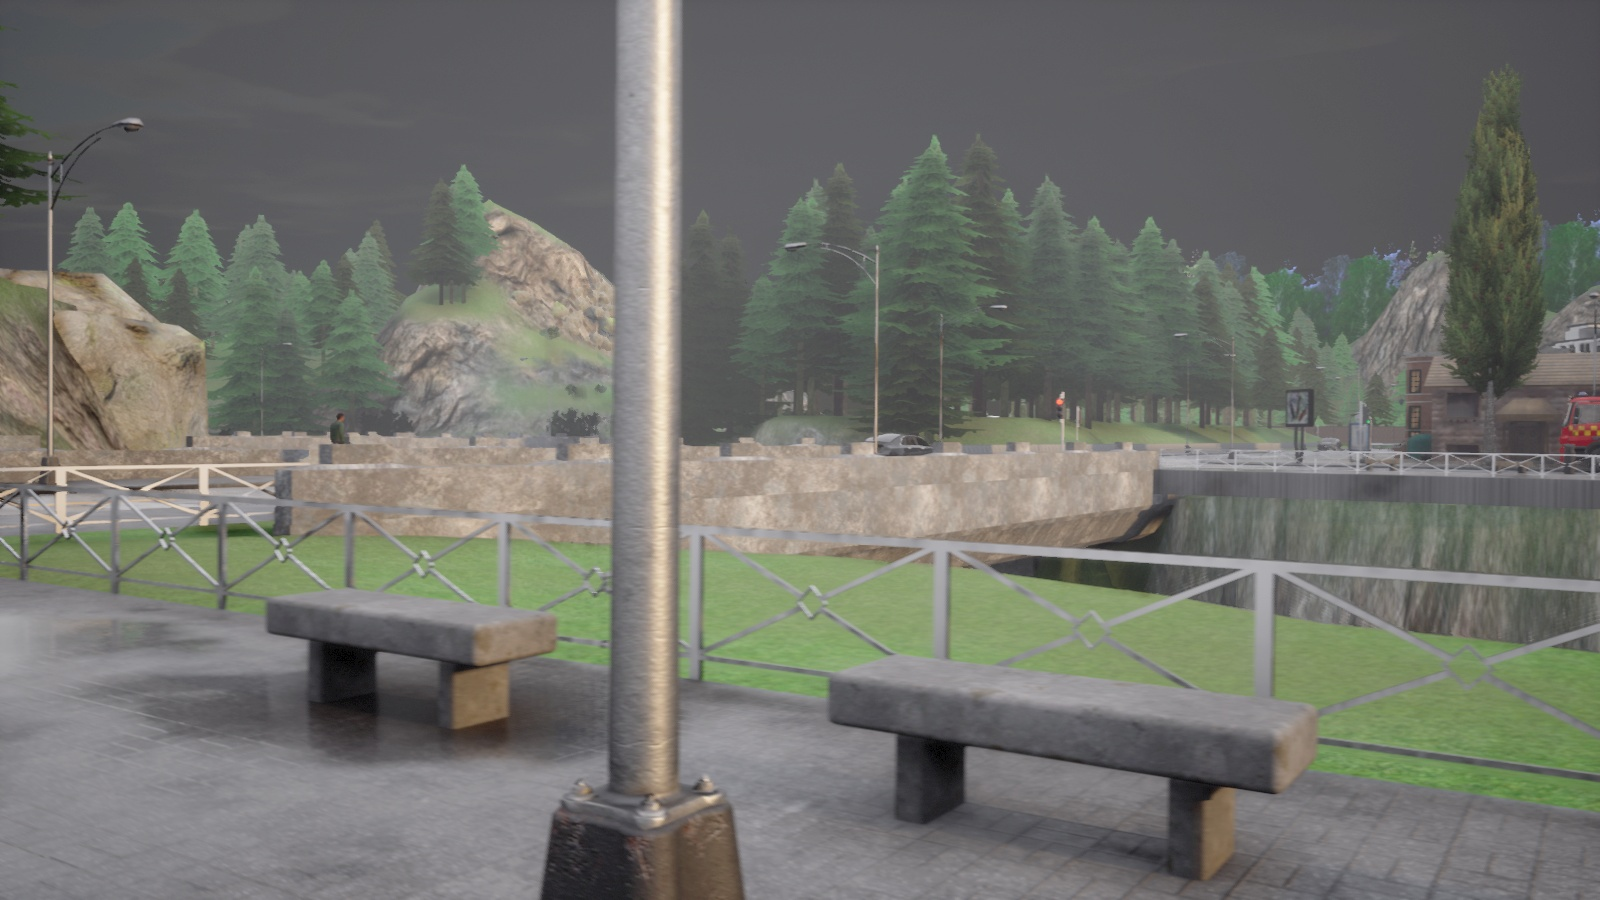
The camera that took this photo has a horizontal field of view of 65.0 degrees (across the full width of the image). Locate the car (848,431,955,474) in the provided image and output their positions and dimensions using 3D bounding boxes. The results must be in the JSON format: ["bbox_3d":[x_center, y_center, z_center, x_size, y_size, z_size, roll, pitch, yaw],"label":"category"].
[{"bbox_3d":[3.841,0.063,46.845,1.837,1.490,4.892,0,1,33],"label":"car"}]

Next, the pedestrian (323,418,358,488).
[{"bbox_3d":[-13.013,0.075,35.563,0.423,1.949,0.788,0,1,34],"label":"pedestrian"}]

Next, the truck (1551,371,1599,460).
[{"bbox_3d":[37.058,-1.500,53.585,8.468,3.827,2.891,0,1,34],"label":"truck"}]
